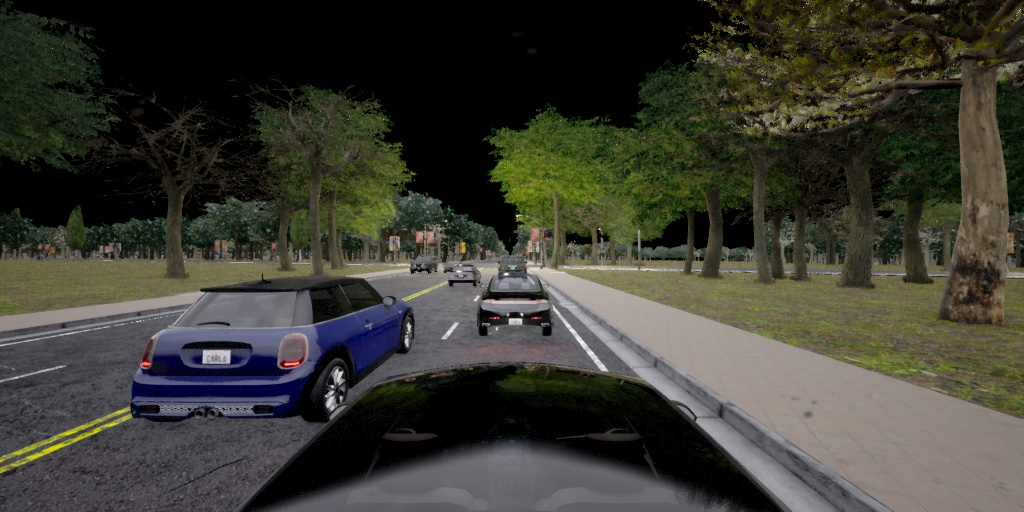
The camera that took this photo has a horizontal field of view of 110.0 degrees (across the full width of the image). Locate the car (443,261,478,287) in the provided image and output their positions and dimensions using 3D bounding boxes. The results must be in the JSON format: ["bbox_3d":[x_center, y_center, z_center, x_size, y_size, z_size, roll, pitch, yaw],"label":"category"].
[{"bbox_3d":[-3.195,1.301,24.798,2.033,1.411,5.357,0,0,0],"label":"car"}]

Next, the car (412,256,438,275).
[{"bbox_3d":[-9.925,0.993,40.842,2.150,2.045,5.566,0,0,0],"label":"car"}]

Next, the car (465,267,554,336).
[{"bbox_3d":[0.081,1.242,10.374,2.128,1.511,4.902,0,0,0],"label":"car"}]

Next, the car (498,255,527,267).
[{"bbox_3d":[0.045,0.979,28.429,2.150,2.045,5.566,0,0,0],"label":"car"}]

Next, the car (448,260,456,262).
[{"bbox_3d":[-6.674,1.277,41.483,1.837,1.490,4.892,0,0,0],"label":"car"}]

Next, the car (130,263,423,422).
[{"bbox_3d":[-3.158,1.102,5.969,2.097,1.767,4.553,0,0,0],"label":"car"}]
